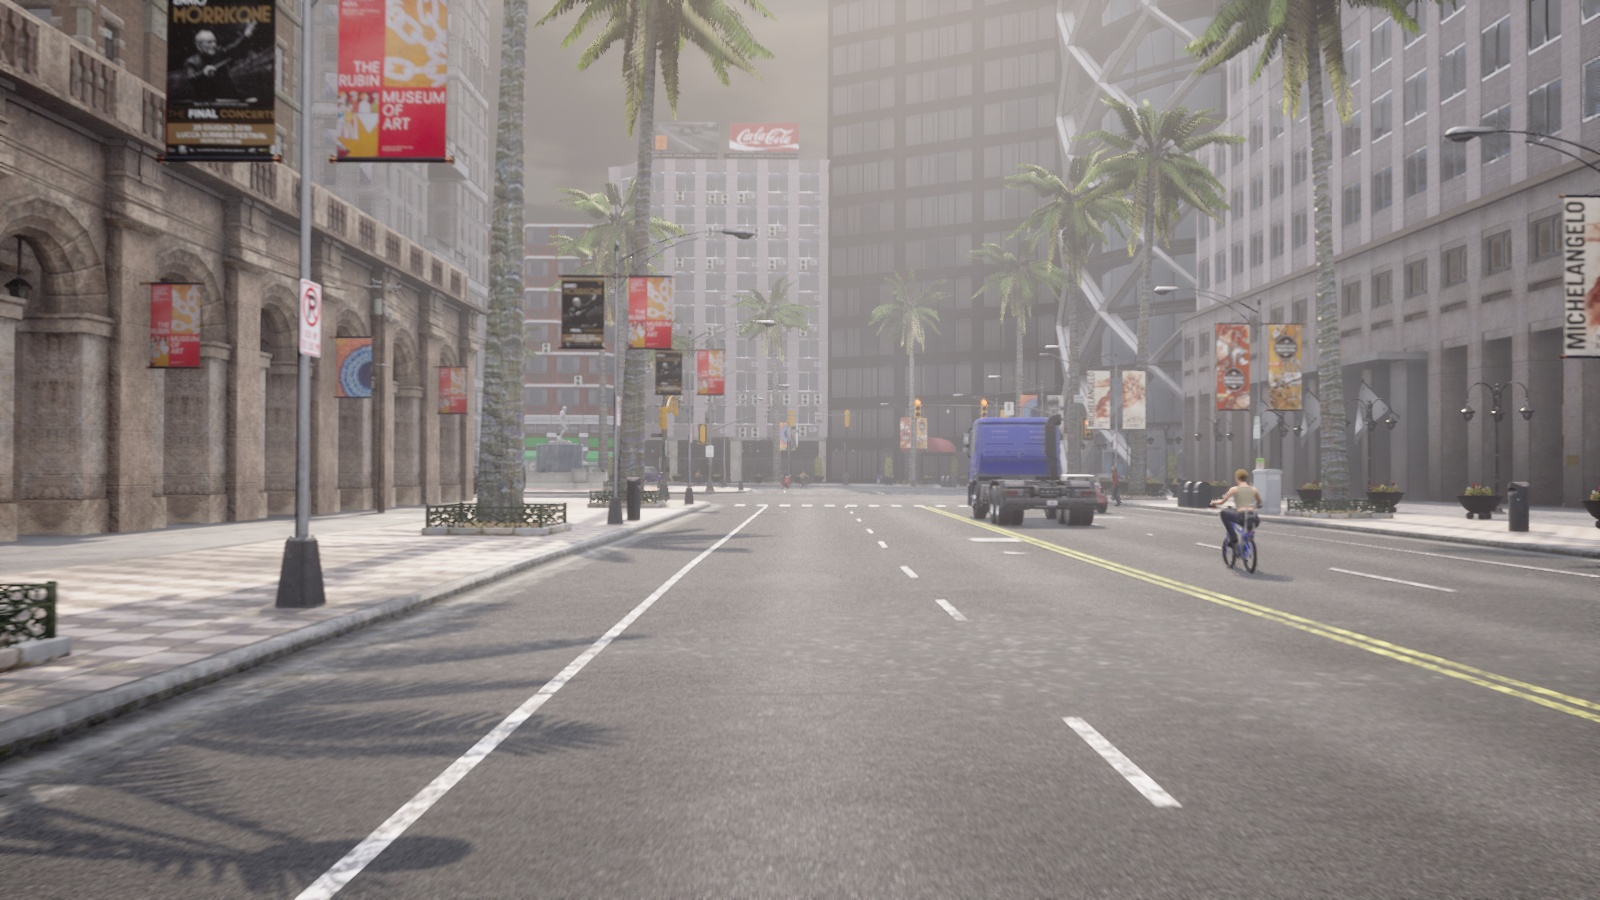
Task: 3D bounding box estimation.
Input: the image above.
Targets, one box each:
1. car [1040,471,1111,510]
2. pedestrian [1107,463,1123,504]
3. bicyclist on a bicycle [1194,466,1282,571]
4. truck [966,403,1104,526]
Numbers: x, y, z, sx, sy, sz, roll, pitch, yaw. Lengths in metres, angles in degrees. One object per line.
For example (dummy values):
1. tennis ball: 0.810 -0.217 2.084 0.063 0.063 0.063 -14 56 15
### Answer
1. car: 10.731 1.561 49.219 1.970 1.475 3.806 0 -1 1
2. pedestrian: 14.287 1.512 57.015 0.636 1.846 0.331 -1 -1 22
3. bicyclist on a bicycle: 6.963 1.059 20.028 0.866 1.612 1.509 0 -1 1
4. truck: 7.144 0.464 39.424 2.891 3.462 7.936 0 -1 0
